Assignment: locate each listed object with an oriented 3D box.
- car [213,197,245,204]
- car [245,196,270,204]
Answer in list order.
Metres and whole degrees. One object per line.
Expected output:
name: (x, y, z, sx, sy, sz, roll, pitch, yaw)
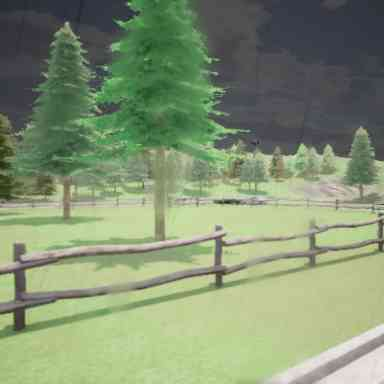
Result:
car: (5.999, 1.564, 55.930, 4.718, 1.301, 1.895, 0, 0, 20)
car: (10.908, 1.485, 57.056, 4.674, 1.442, 1.812, 0, 0, 24)
